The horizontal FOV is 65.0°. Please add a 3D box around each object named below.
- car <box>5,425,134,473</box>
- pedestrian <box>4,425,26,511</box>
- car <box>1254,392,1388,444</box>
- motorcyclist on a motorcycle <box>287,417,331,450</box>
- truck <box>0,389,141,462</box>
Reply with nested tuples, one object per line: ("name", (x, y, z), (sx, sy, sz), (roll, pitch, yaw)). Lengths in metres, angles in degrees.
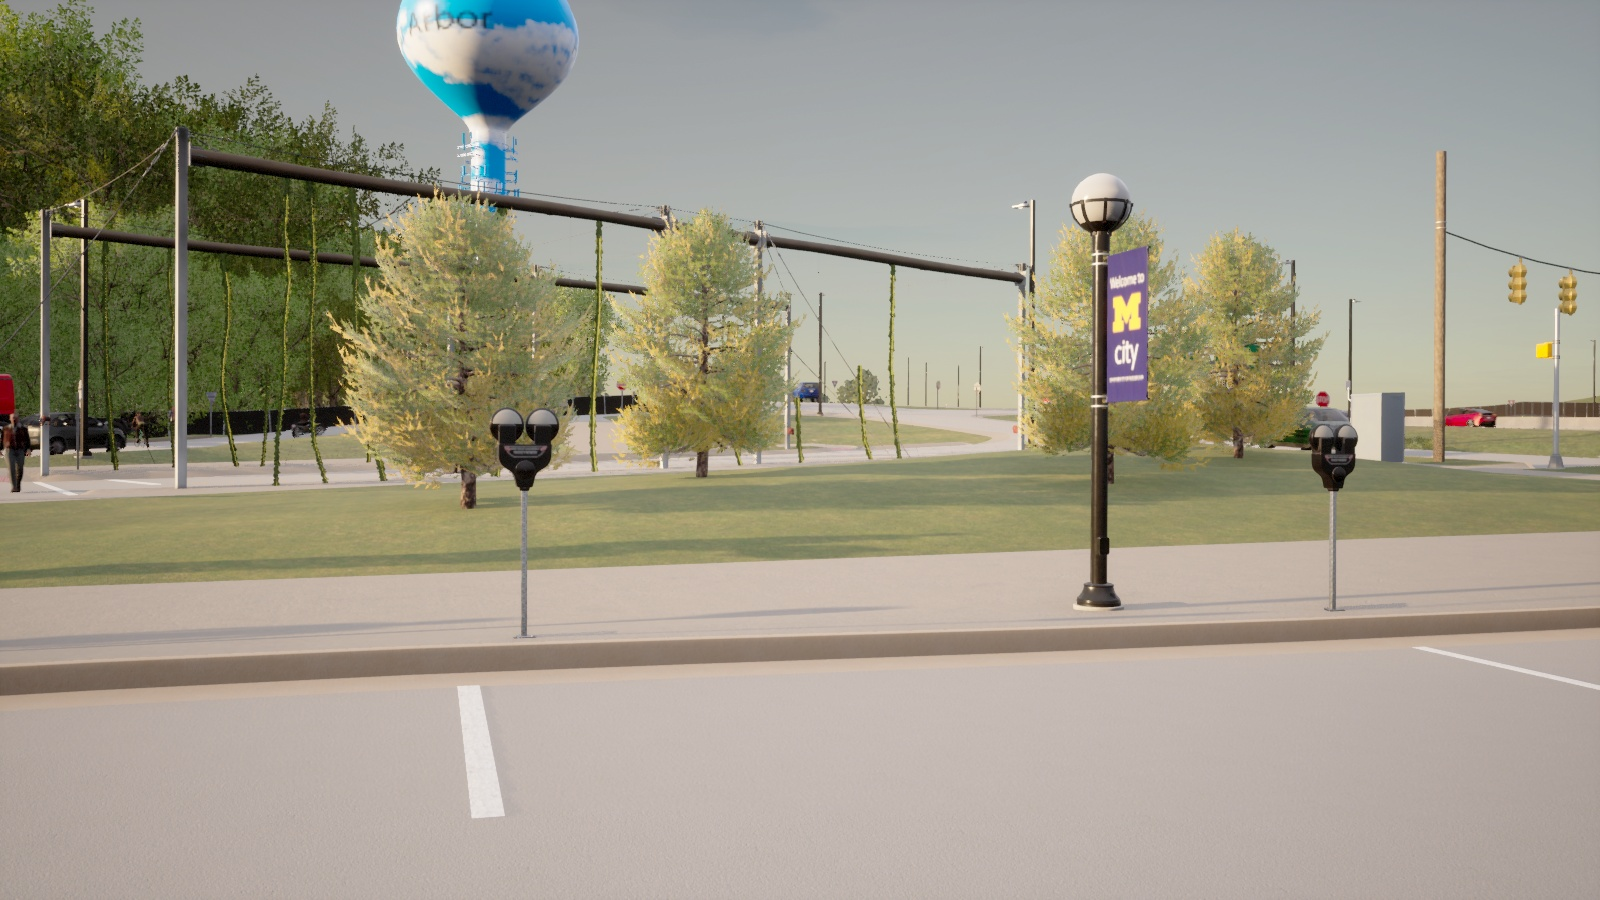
("car", (-27.296, -0.068, 47.076), (1.851, 1.617, 3.988), (-1, 3, 15))
("pedestrian", (-17.317, 0.389, 27.710), (0.376, 1.854, 0.720), (-1, 0, -31))
("car", (18.830, -1.181, 45.624), (2.097, 1.767, 4.553), (-1, 2, -17))
("motorcyclist on a motorcycle", (-27.751, -0.949, 71.025), (0.766, 1.649, 2.350), (0, 5, 24))
("truck", (-37.233, -1.211, 61.829), (2.891, 3.462, 7.936), (0, 2, 40))
